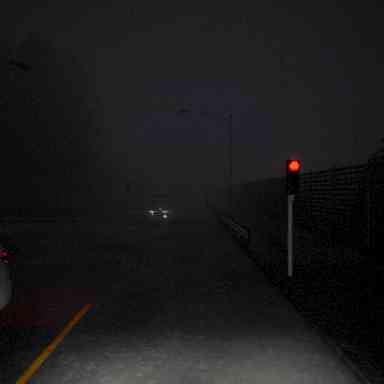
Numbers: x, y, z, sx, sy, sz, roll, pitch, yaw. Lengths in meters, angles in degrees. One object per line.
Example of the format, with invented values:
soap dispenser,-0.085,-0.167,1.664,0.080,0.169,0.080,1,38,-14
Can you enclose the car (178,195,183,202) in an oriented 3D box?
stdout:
car,-3.905,1.500,77.012,4.892,1.490,1.837,0,0,40

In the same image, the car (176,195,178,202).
car,-4.193,1.525,63.957,1.812,1.442,4.674,0,0,0

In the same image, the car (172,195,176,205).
car,-4.221,1.352,53.763,2.097,1.767,4.553,0,0,0

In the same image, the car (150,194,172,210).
car,-4.209,1.221,43.912,2.150,2.045,5.566,0,0,0

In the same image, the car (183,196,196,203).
car,-0.280,1.526,67.646,1.812,1.442,4.674,0,0,-5

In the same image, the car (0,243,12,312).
car,-3.926,1.221,2.864,2.150,2.045,5.566,0,0,2
